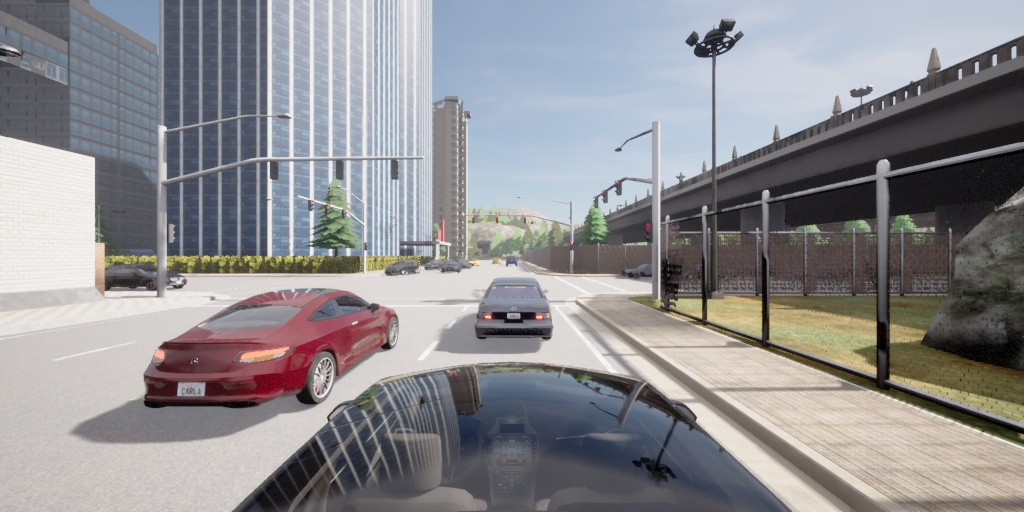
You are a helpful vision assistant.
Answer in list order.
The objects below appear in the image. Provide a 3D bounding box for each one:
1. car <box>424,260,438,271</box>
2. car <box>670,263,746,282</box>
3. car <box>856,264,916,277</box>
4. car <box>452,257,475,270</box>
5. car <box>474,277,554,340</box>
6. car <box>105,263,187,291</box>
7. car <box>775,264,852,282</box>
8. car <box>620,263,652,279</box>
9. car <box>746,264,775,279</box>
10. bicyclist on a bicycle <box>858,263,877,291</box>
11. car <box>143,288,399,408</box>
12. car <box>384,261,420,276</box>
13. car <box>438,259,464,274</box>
[{"bbox_3d":[-10.697,1.275,49.353,1.812,1.442,4.674,0,0,0],"label":"car"},{"bbox_3d":[15.660,1.297,29.145,4.902,1.511,2.128,0,0,0],"label":"car"},{"bbox_3d":[33.530,1.406,32.712,4.718,1.301,1.895,0,0,0],"label":"car"},{"bbox_3d":[-7.199,1.297,53.429,2.033,1.411,5.357,0,0,0],"label":"car"},{"bbox_3d":[0.078,1.297,9.994,2.033,1.411,5.357,0,0,1],"label":"car"},{"bbox_3d":[-22.587,1.331,21.799,4.674,1.442,1.812,0,0,0],"label":"car"},{"bbox_3d":[24.615,1.331,29.173,4.674,1.442,1.812,0,0,0],"label":"car"},{"bbox_3d":[12.716,1.352,32.632,5.357,1.411,2.033,0,0,0],"label":"car"},{"bbox_3d":[22.306,1.406,32.674,4.718,1.301,1.895,0,0,0],"label":"car"},{"bbox_3d":[18.263,1.106,18.173,0.582,1.620,1.656,0,0,0],"label":"bicyclist on a bicycle"},{"bbox_3d":[-3.450,1.276,6.174,1.812,1.442,4.674,0,0,0],"label":"car"},{"bbox_3d":[-11.447,1.273,37.729,1.837,1.490,4.892,1,1,12],"label":"car"},{"bbox_3d":[-7.090,1.313,42.068,1.994,1.385,4.181,0,0,-3],"label":"car"}]
